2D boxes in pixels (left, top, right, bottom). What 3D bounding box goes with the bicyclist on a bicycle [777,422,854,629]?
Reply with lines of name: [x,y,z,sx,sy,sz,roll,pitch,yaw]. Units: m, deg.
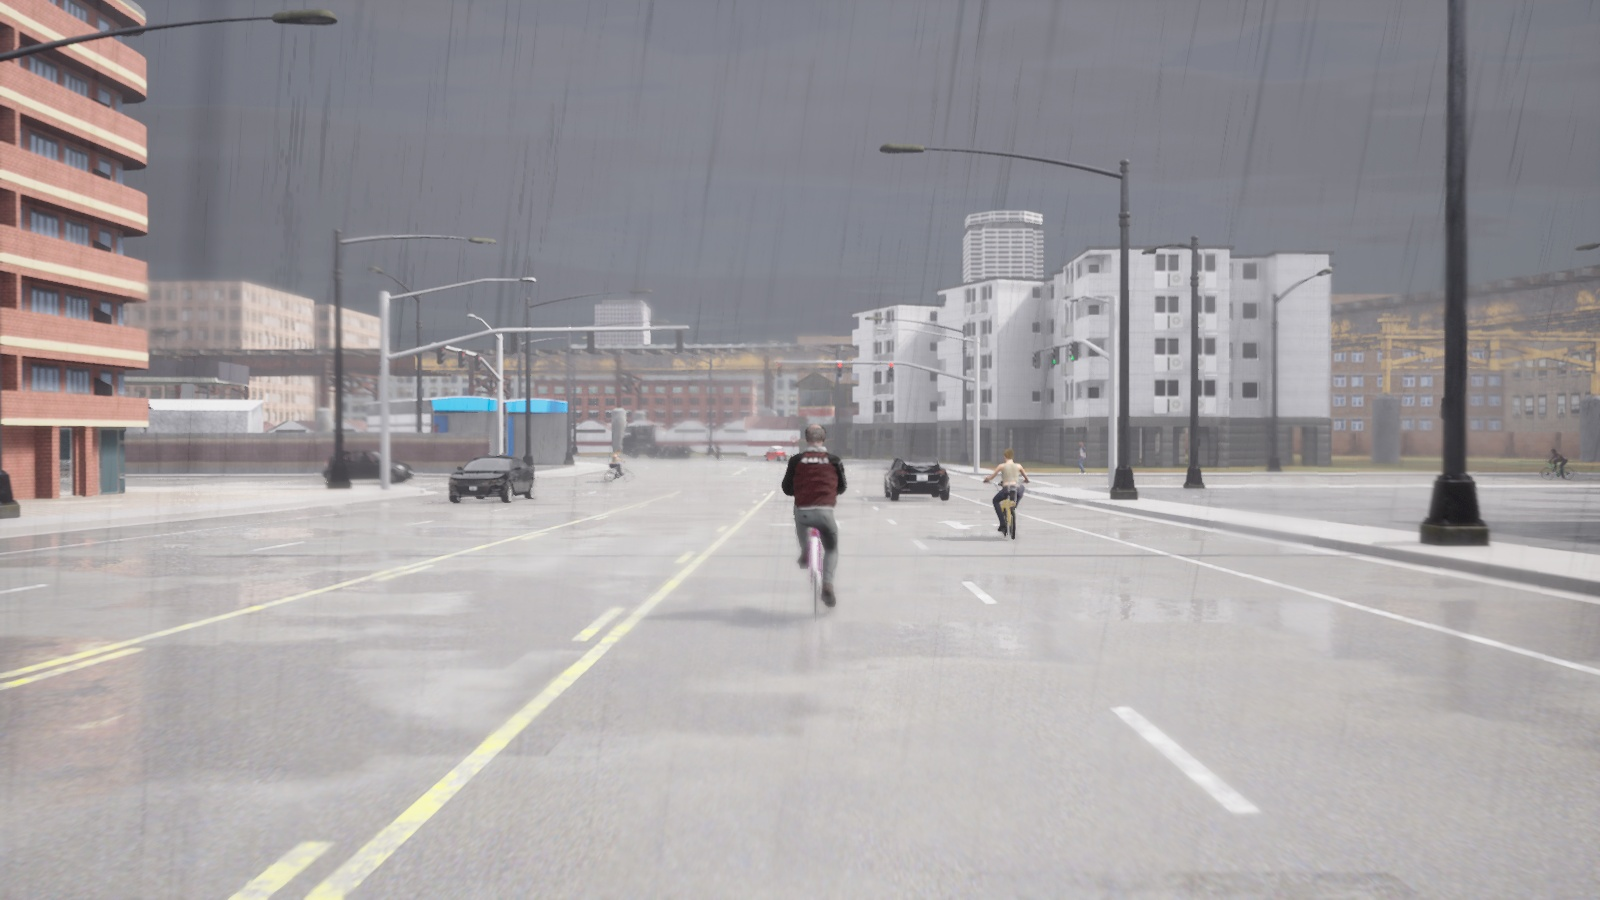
bicyclist on a bicycle: [0.139,0.648,11.678,0.659,1.776,1.843,0,0,1]

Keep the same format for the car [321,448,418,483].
car: [-20.467,0.744,59.872,3.988,1.617,1.851,0,1,-1]

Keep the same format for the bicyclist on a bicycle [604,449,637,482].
bicyclist on a bicycle: [-8.744,0.748,61.208,1.509,1.612,0.866,0,0,-15]

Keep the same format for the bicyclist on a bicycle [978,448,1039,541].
bicyclist on a bicycle: [3.737,0.782,22.571,0.866,1.612,1.509,0,0,1]

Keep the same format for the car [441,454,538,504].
car: [-10.044,0.888,41.013,1.882,1.535,5.008,0,0,1]

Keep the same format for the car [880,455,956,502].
car: [3.976,0.935,43.071,2.163,1.488,4.792,0,0,0]
